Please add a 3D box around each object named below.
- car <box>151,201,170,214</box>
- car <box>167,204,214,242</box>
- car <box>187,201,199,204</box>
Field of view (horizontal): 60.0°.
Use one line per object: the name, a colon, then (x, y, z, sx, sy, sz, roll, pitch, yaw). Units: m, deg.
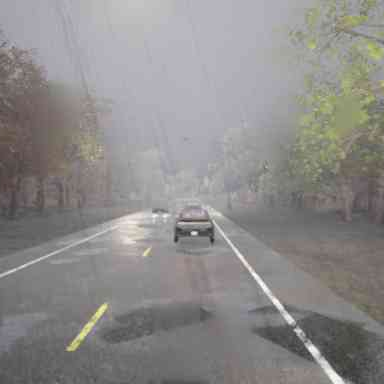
car: (-3.584, 1.796, 39.219, 2.033, 1.411, 5.357, 0, 0, 0)
car: (0.098, 1.600, 16.903, 2.128, 1.511, 4.902, 0, 0, 0)
car: (0.096, 1.758, 36.646, 1.812, 1.442, 4.674, 0, 0, 0)
